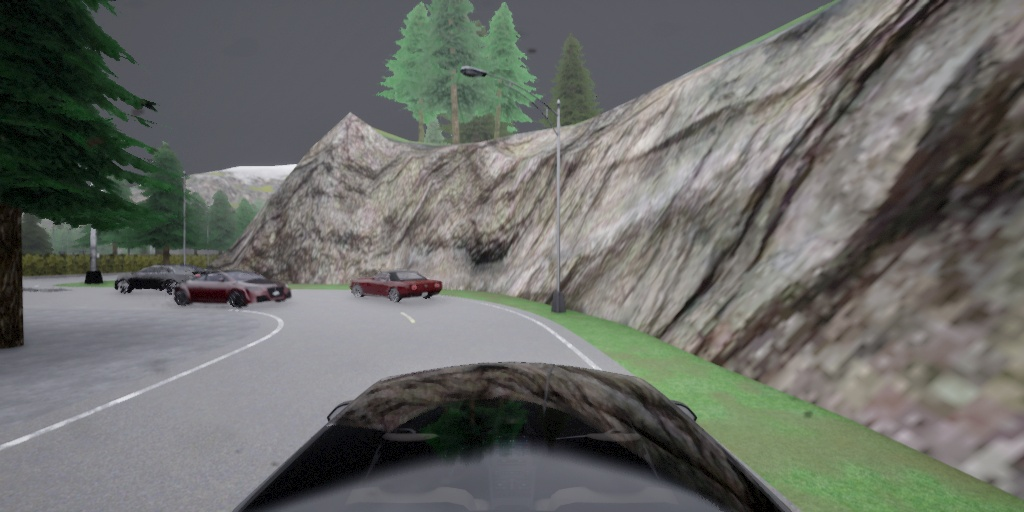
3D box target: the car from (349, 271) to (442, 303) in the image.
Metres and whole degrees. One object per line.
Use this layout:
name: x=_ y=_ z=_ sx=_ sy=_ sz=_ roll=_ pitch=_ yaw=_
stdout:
car: x=-5.469 y=1.321 z=16.497 sx=4.718 sy=1.301 sz=1.895 roll=0 pitch=0 yaw=37

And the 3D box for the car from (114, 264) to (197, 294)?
car: x=-18.678 y=1.206 z=19.381 sx=4.902 sy=1.511 sz=2.128 roll=0 pitch=0 yaw=7

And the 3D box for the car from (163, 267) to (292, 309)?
car: x=-11.285 y=1.288 z=14.571 sx=4.181 sy=1.385 sz=1.994 roll=0 pitch=0 yaw=11
